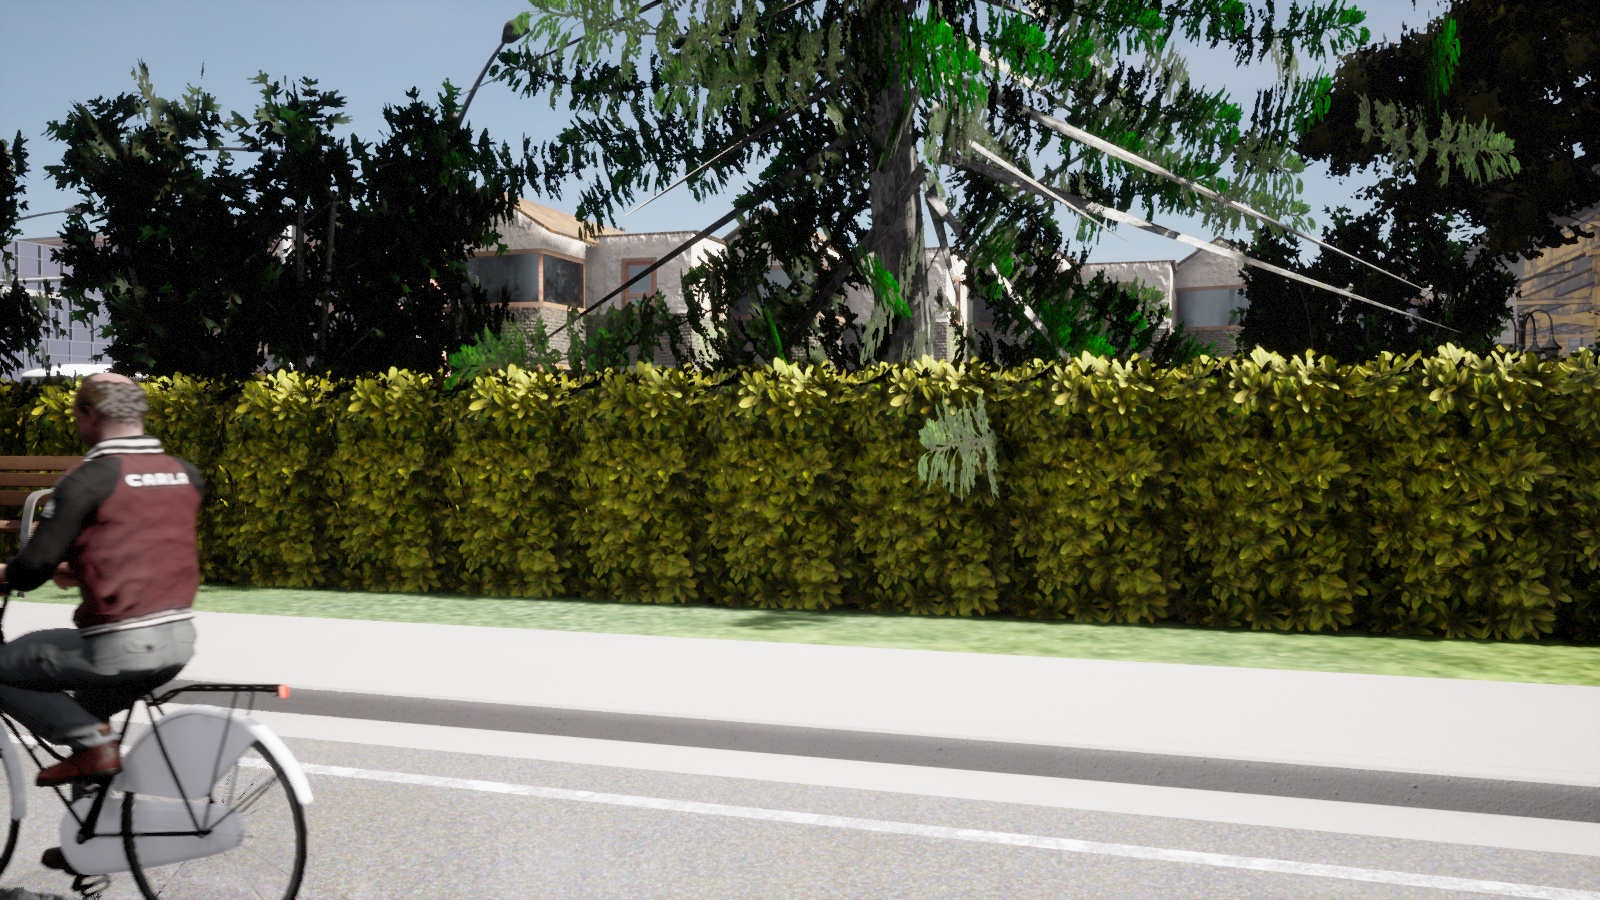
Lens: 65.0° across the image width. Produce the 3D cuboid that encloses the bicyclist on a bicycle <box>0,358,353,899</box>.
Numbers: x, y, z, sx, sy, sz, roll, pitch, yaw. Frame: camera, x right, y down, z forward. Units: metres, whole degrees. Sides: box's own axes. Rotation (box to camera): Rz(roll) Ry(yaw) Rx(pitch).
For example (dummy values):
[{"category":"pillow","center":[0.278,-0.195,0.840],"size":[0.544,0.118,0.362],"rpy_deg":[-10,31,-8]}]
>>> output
[{"category":"bicyclist on a bicycle","center":[-2.413,0.624,4.011],"size":[1.843,1.776,0.659],"rpy_deg":[1,1,19]}]

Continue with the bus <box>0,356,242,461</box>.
[{"category":"bus","center":[-30.304,-1.891,56.037],"size":[3.944,4.253,10.273],"rpy_deg":[1,2,18]}]
